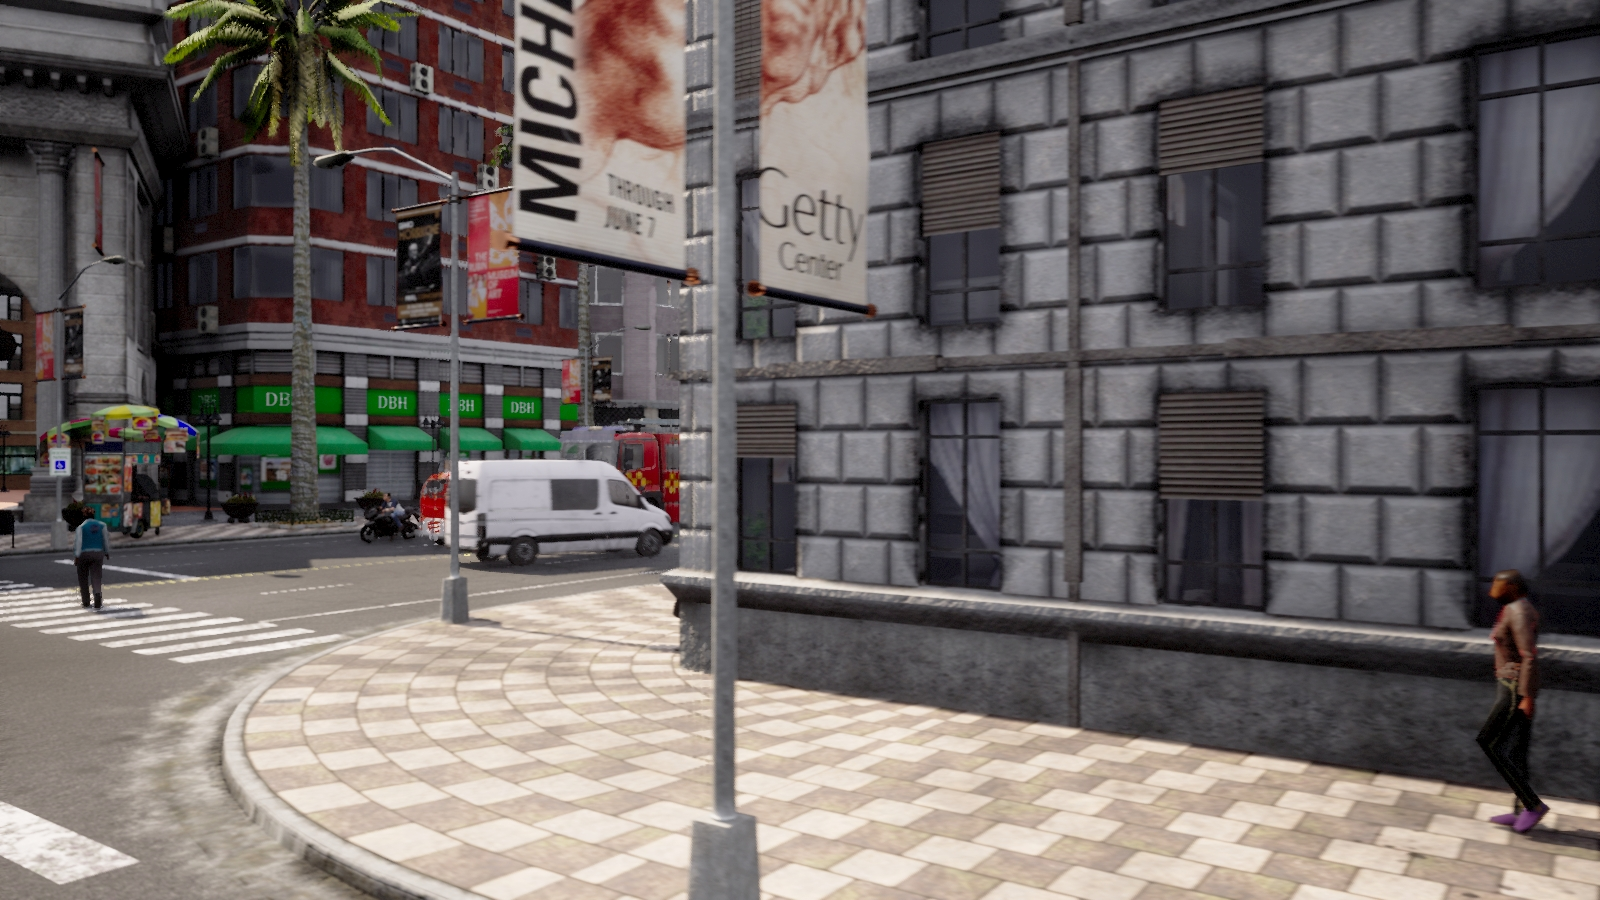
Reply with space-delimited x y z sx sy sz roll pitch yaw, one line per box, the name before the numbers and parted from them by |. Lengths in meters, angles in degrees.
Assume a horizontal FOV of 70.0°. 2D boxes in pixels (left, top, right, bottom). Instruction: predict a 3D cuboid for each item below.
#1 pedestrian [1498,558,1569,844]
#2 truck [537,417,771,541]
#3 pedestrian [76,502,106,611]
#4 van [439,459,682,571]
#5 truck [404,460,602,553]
pedestrian | 5.054 1.696 7.874 0.375 1.860 0.375 0 0 39
truck | -4.797 0.889 39.462 2.891 3.827 8.468 0 0 37
pedestrian | -12.428 1.848 20.020 0.375 1.860 0.375 0 0 45
van | -6.015 1.534 29.380 5.915 2.561 1.988 0 0 -42
truck | -8.677 1.567 33.828 2.627 2.467 5.204 0 0 35
